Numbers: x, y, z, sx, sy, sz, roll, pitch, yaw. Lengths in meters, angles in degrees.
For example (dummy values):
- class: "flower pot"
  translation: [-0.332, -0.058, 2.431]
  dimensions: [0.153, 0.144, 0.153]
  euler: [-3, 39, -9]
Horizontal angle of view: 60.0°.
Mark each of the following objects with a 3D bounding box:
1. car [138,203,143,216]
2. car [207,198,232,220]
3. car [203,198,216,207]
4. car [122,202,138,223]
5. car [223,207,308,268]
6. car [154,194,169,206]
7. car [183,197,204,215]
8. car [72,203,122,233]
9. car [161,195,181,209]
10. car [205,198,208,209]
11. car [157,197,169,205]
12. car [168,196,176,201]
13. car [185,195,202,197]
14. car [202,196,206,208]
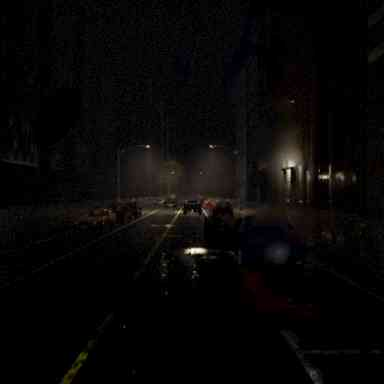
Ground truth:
- class: "car"
  translation: [-5.756, 1.649, 31.647]
  dimensions: [1.947, 1.339, 4.313]
  euler: [0, 0, 0]
- class: "car"
  translation: [2.769, 1.523, 31.649]
  dimensions: [1.967, 1.590, 4.097]
  euler: [0, 0, 0]
- class: "car"
  translation: [2.775, 1.718, 54.359]
  dimensions: [1.947, 1.339, 4.313]
  euler: [0, 0, 0]
- class: "car"
  translation: [-5.757, 1.612, 25.969]
  dimensions: [1.887, 1.381, 4.507]
  euler: [0, 0, 0]
- class: "car"
  translation: [2.363, 1.505, 11.469]
  dimensions: [1.882, 1.535, 5.008]
  euler: [0, 0, 0]
- class: "car"
  translation: [-5.749, 1.610, 60.033]
  dimensions: [1.967, 1.590, 4.097]
  euler: [0, 0, 0]
- class: "car"
  translation: [0.060, 1.599, 35.531]
  dimensions: [1.837, 1.490, 4.892]
  euler: [0, 0, 0]
- class: "car"
  translation: [-5.758, 1.576, 20.122]
  dimensions: [1.752, 1.417, 4.829]
  euler: [0, 0, 0]
- class: "car"
  translation: [-3.006, 1.612, 48.503]
  dimensions: [1.882, 1.535, 5.008]
  euler: [0, 0, 0]
- class: "car"
  translation: [2.771, 1.666, 37.327]
  dimensions: [1.947, 1.339, 4.313]
  euler: [0, 0, 0]
- class: "car"
  translation: [-5.748, 1.738, 65.711]
  dimensions: [2.008, 1.369, 4.403]
  euler: [0, 0, 0]
- class: "car"
  translation: [-5.741, 1.843, 94.098]
  dimensions: [1.947, 1.339, 4.313]
  euler: [0, 0, 0]
- class: "car"
  translation: [0.013, 1.609, 47.416]
  dimensions: [1.882, 1.535, 5.008]
  euler: [0, 0, 0]
- class: "car"
  translation: [2.773, 1.575, 48.682]
  dimensions: [1.967, 1.590, 4.097]
  euler: [0, 0, 0]
